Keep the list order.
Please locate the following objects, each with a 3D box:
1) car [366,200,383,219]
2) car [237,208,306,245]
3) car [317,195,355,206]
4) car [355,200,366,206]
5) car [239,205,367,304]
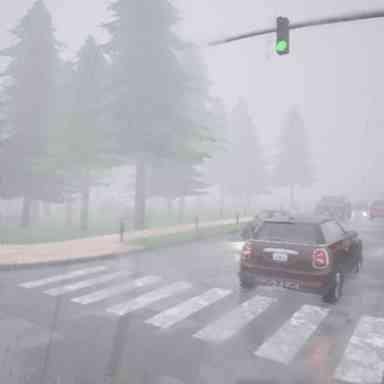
[{"bbox_3d":[16.922,1.445,29.070,2.097,1.767,4.553,0,0,34],"label":"car"},{"bbox_3d":[4.119,1.613,16.679,1.994,1.385,4.181,0,0,34],"label":"car"},{"bbox_3d":[12.108,1.313,28.413,2.150,2.045,5.566,0,0,34],"label":"car"},{"bbox_3d":[21.420,1.740,42.694,1.895,1.301,4.718,0,0,30],"label":"car"},{"bbox_3d":[3.008,1.373,8.630,2.097,1.767,4.553,0,0,34],"label":"car"}]
